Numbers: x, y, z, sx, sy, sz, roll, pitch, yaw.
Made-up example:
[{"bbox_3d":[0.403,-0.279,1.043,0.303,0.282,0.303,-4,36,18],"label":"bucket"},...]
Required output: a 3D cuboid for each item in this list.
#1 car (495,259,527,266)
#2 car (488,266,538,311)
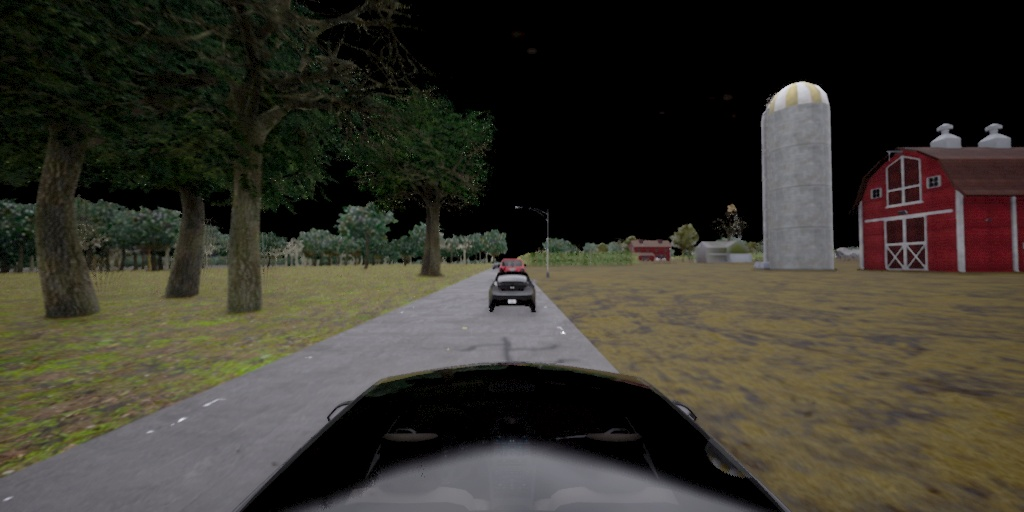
[{"bbox_3d":[0.021,1.233,29.436,2.150,2.045,5.566,0,0,0],"label":"car"},{"bbox_3d":[0.028,1.393,15.327,1.837,1.490,4.892,0,0,1],"label":"car"}]
